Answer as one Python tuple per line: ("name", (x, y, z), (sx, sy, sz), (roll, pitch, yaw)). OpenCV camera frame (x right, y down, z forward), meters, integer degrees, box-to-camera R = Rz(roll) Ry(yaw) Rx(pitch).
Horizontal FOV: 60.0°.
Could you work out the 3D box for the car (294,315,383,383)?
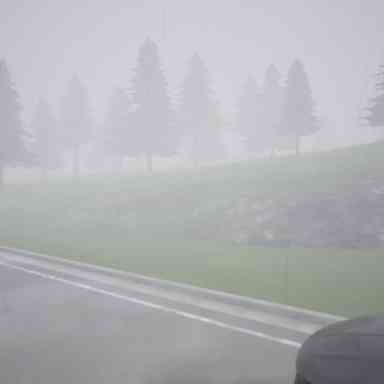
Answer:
("car", (3.108, 1.486, 1.803), (5.008, 1.535, 1.882), (0, 0, 35))
